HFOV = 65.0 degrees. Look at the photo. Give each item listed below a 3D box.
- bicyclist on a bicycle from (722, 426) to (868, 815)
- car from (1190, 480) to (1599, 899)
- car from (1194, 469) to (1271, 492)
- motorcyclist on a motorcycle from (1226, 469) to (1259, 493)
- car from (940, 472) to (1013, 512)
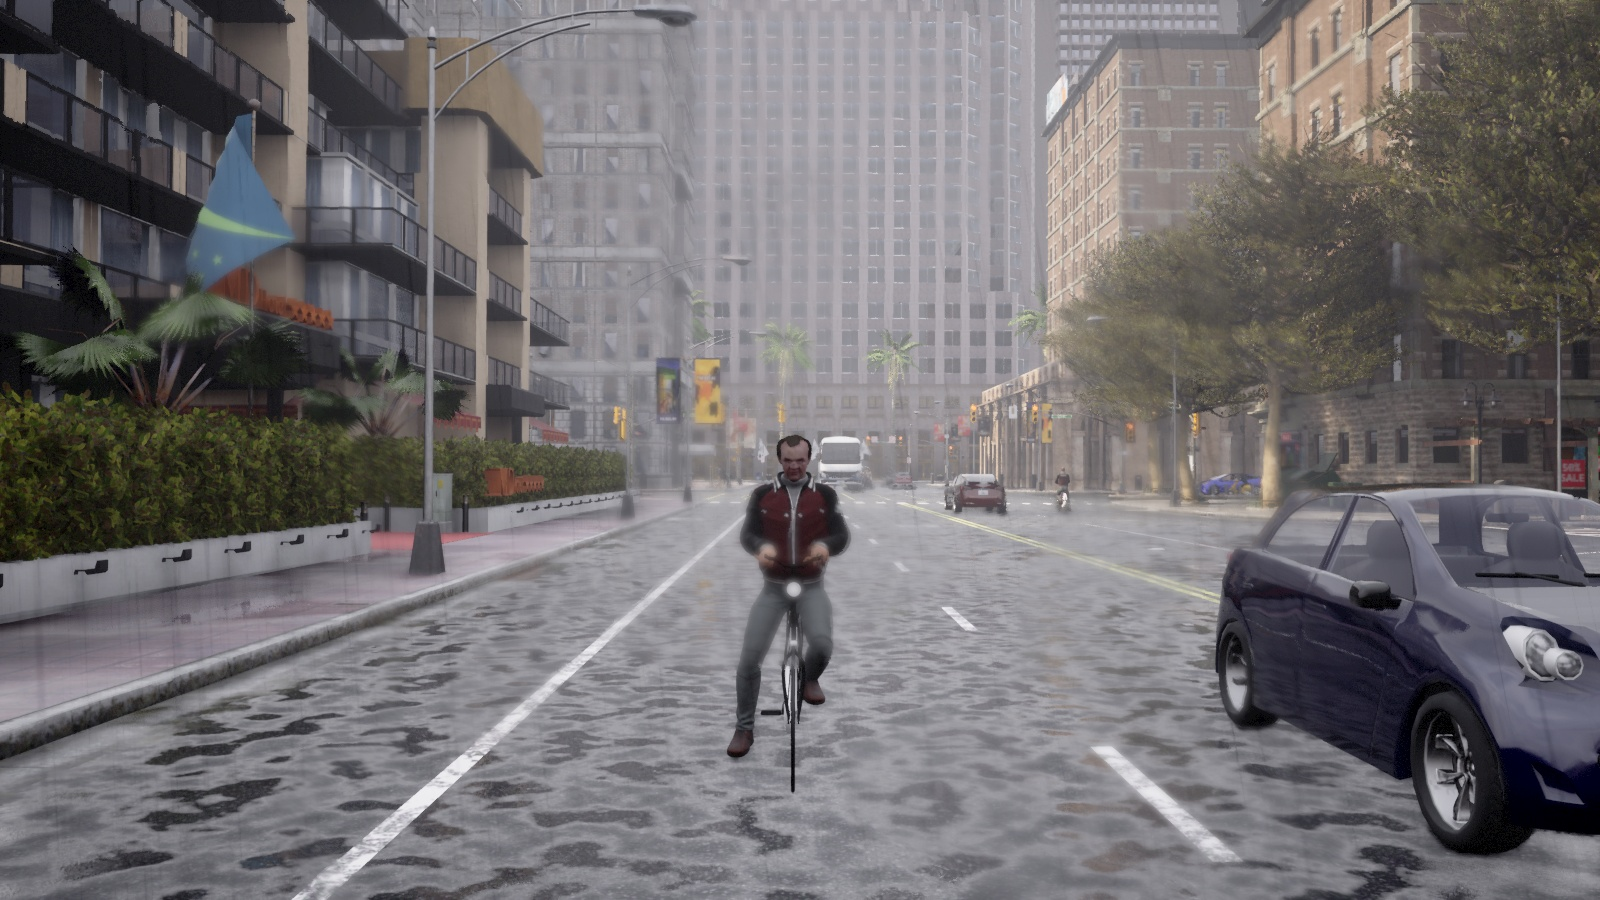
[{"bbox_3d":[-0.027,0.797,6.671,0.659,1.776,1.843,0,-1,0],"label":"bicyclist on a bicycle"},{"bbox_3d":[3.475,0.921,6.353,1.845,1.501,3.633,0,-1,0],"label":"car"},{"bbox_3d":[29.324,2.072,85.222,4.514,1.525,2.007,0,-1,1],"label":"car"},{"bbox_3d":[28.779,2.021,81.705,1.817,1.590,0.866,0,-1,1],"label":"motorcyclist on a motorcycle"},{"bbox_3d":[6.819,1.608,48.996,2.163,1.488,4.792,0,-1,0],"label":"car"}]
